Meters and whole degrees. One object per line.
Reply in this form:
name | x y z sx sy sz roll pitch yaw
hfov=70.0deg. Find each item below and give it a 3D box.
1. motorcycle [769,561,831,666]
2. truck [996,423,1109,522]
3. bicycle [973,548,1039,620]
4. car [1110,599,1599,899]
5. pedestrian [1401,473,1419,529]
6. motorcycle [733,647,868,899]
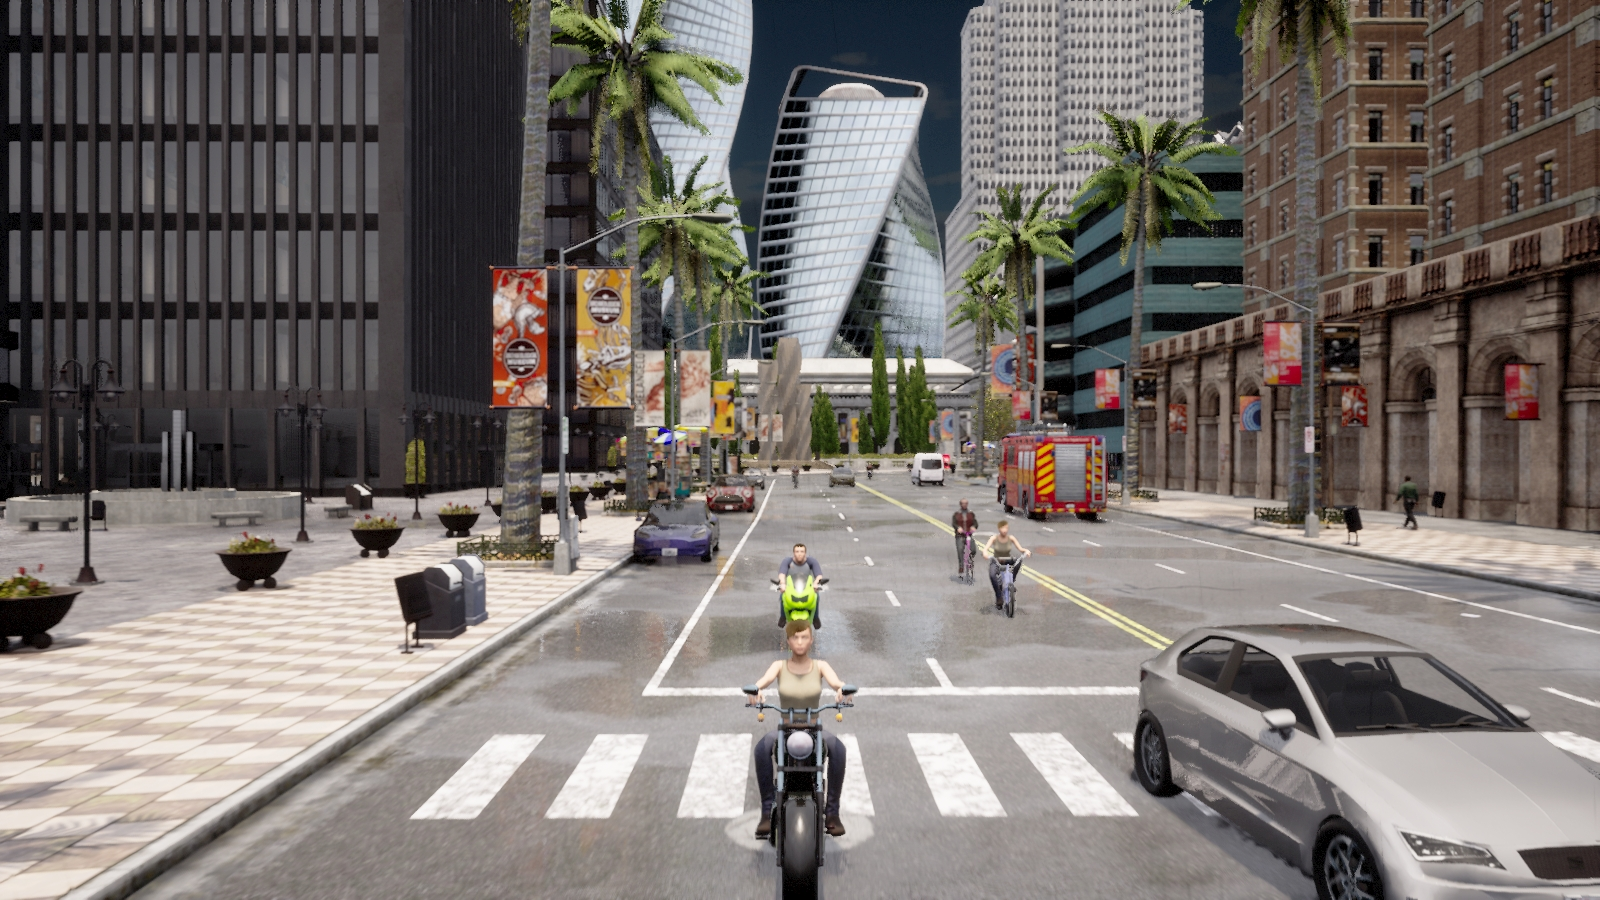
motorcycle | -0.002 2.212 15.768 0.803 1.145 2.033 0 0 0
truck | 10.494 0.886 48.427 2.891 3.827 8.468 0 0 0
bicycle | 3.486 2.254 19.455 0.859 1.080 1.487 0 -1 0
car | 3.829 2.065 7.958 1.816 1.474 4.193 0 0 -6
pedestrian | 20.233 1.694 37.906 0.375 1.860 0.375 0 0 0
motorcycle | 0.002 2.169 7.667 0.764 1.277 2.356 0 0 0
